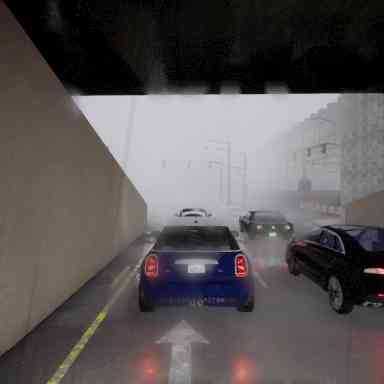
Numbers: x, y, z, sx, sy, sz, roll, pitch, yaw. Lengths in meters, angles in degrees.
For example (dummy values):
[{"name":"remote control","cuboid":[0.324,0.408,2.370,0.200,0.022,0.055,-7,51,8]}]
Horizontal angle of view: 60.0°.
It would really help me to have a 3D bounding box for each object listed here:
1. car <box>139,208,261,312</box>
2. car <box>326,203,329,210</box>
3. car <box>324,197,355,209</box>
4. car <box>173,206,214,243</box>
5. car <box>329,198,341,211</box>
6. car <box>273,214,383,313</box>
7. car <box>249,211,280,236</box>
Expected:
[{"name":"car","cuboid":[0.081,1.352,7.888,2.097,1.767,4.553,0,0,0]},{"name":"car","cuboid":[17.504,1.453,39.339,2.038,1.542,4.974,0,0,45]},{"name":"car","cuboid":[17.540,1.295,39.376,1.853,1.218,4.536,0,0,45]},{"name":"car","cuboid":[0.063,1.526,16.940,1.812,1.442,4.674,0,0,0]},{"name":"car","cuboid":[17.403,1.453,34.732,2.038,1.542,4.974,0,0,-35]},{"name":"car","cuboid":[3.581,1.492,7.623,2.128,1.511,4.902,0,0,0]},{"name":"car","cuboid":[3.585,1.601,16.949,1.895,1.301,4.718,0,0,0]}]
